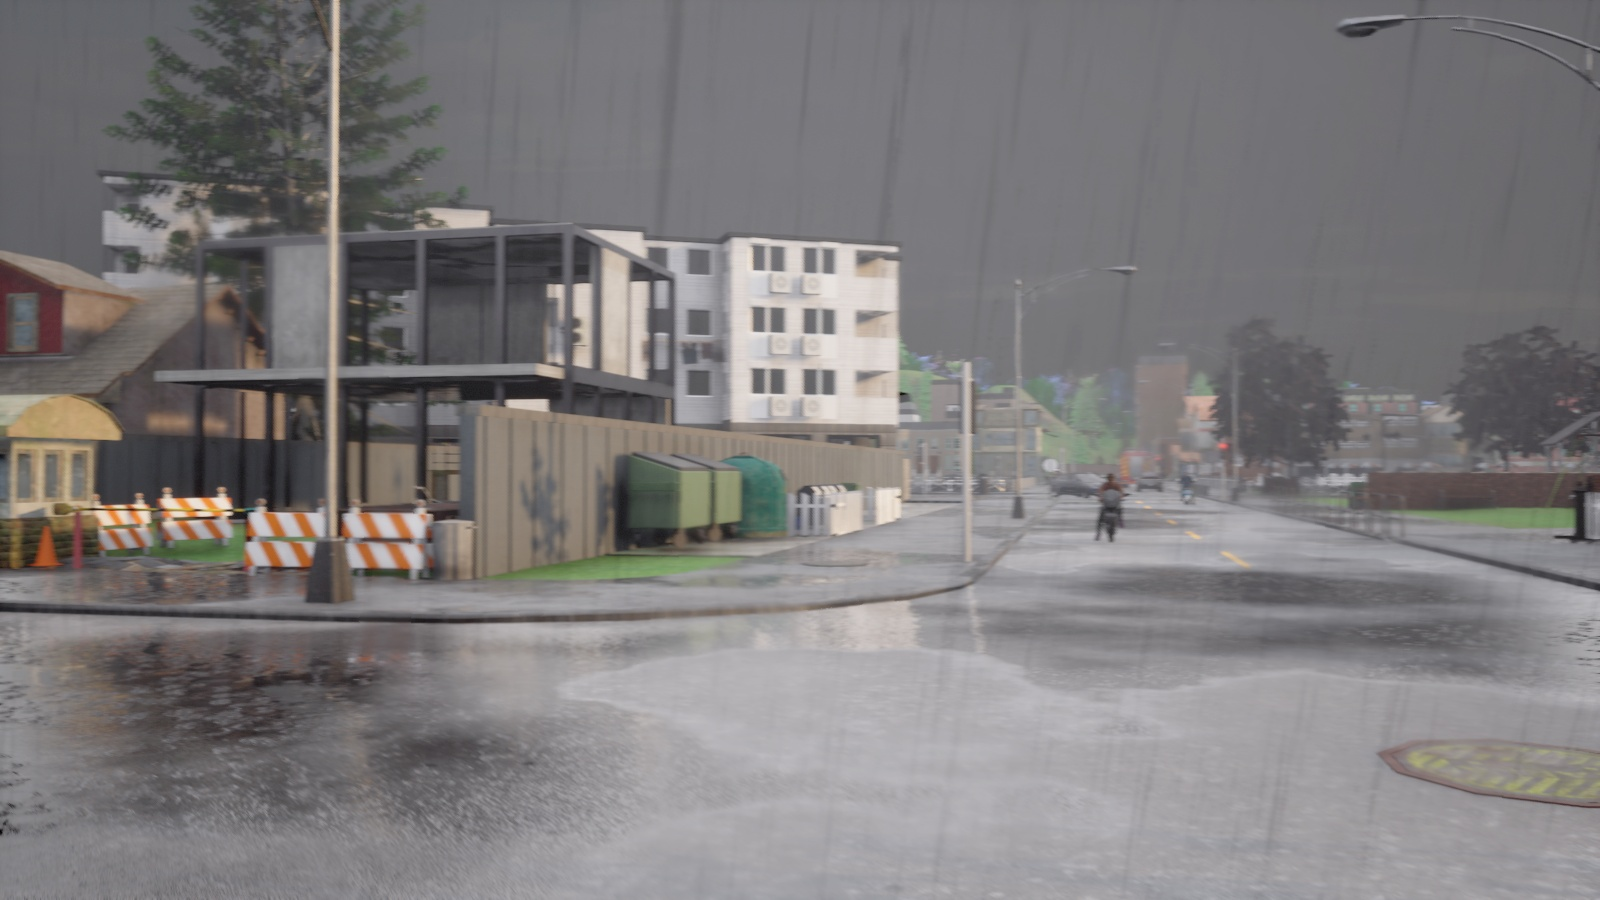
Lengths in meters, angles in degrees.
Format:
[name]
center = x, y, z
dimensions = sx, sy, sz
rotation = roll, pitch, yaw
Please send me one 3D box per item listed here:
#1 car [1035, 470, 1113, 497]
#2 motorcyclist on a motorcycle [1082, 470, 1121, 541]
[car]
center = 16.029, 1.944, 73.678
dimensions = 2.163, 1.488, 4.792
rotation = 0, -1, -22
[motorcyclist on a motorcycle]
center = 6.723, 1.223, 28.106
dimensions = 0.797, 1.523, 2.044
rotation = -1, -1, 13
